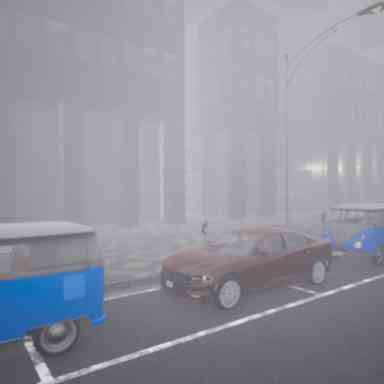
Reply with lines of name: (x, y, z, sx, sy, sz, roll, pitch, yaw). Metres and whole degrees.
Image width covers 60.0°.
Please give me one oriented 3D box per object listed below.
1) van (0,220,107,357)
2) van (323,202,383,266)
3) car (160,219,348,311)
van: (-3.166, 1.342, 4.388, 3.998, 1.788, 1.690, -1, 0, -36)
van: (5.977, 1.252, 10.919, 3.998, 1.788, 1.690, -1, 0, -36)
car: (1.407, 1.500, 7.655, 4.507, 1.381, 1.887, -1, 0, -36)
